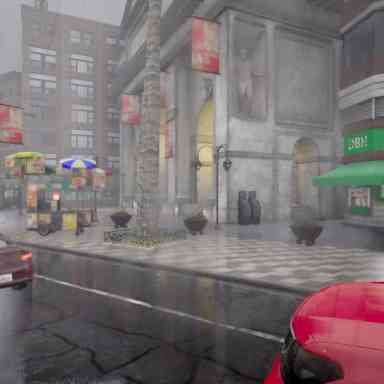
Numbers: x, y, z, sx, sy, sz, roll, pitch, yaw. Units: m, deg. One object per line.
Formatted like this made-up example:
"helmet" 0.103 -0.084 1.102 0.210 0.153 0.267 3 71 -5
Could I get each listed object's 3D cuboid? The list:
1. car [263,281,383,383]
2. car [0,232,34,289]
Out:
"car" 3.177 1.221 1.621 5.566 2.045 2.150 0 0 36
"car" -5.544 1.526 7.821 4.674 1.442 1.812 0 0 35
